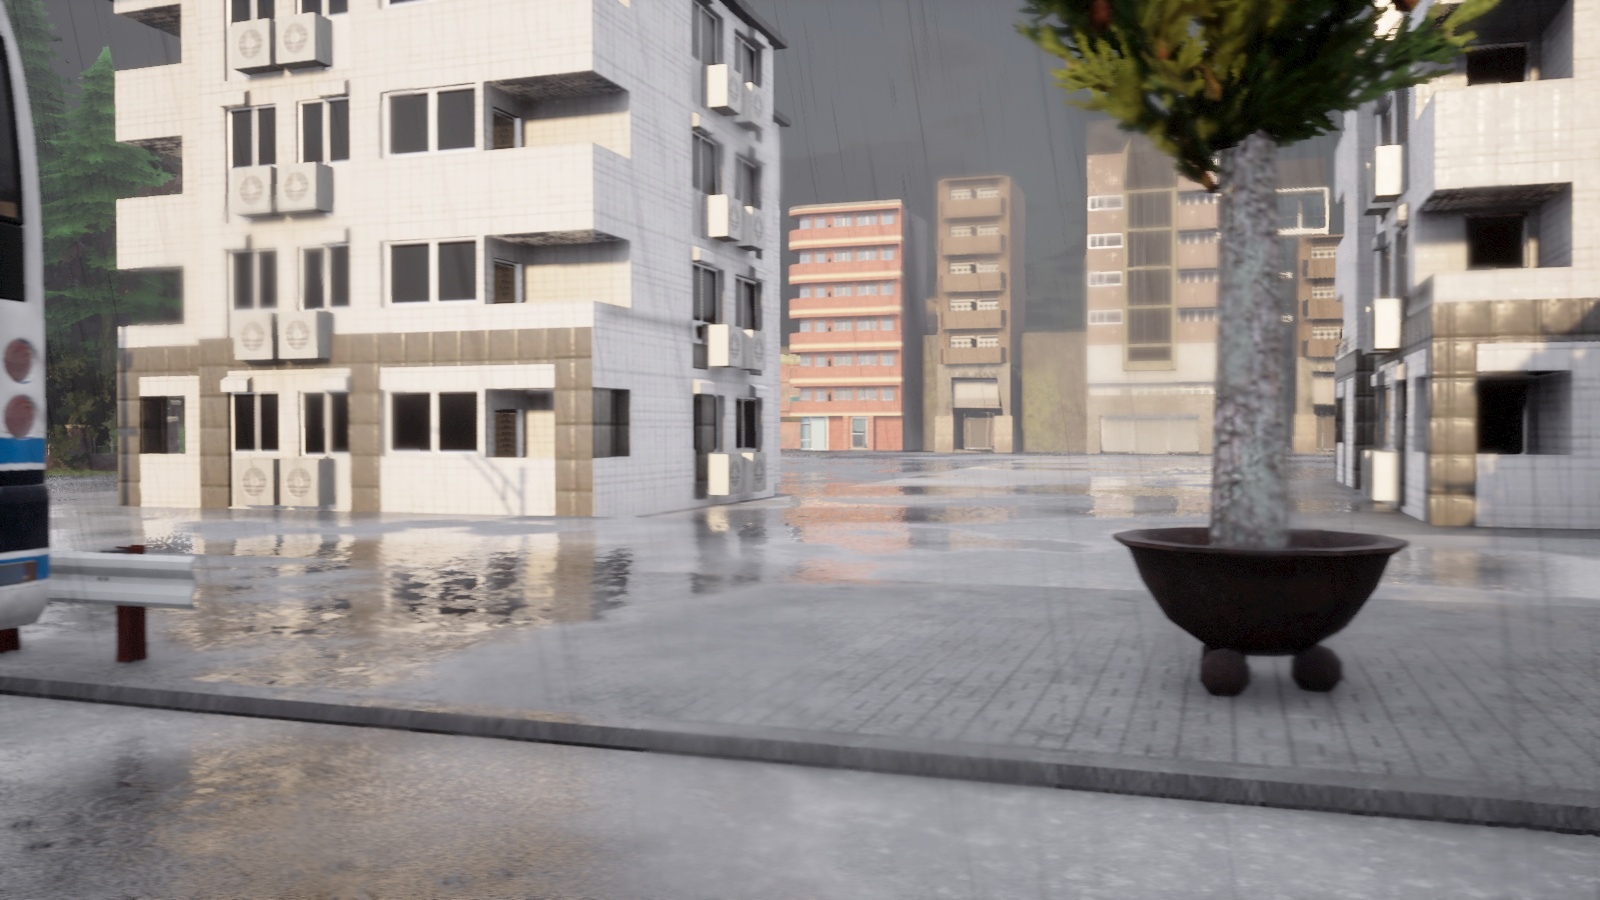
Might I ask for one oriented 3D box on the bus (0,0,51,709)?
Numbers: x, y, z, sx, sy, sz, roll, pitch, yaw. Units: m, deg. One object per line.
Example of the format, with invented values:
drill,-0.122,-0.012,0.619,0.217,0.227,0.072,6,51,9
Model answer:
bus,-9.783,-0.705,6.240,10.273,4.253,3.944,0,0,9
